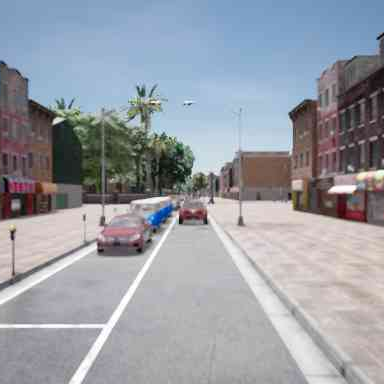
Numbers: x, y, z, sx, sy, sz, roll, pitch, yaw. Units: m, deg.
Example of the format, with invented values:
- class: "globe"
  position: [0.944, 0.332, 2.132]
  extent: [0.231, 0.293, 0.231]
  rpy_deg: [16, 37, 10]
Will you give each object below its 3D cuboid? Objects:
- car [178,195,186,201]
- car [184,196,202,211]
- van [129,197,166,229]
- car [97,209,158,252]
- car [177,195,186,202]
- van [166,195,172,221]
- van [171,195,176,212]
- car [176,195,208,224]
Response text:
- class: "car"
  position: [-2.652, 1.637, 90.348]
  extent: [1.967, 1.590, 4.097]
  rpy_deg: [0, 0, 0]
- class: "car"
  position: [0.078, 1.378, 41.011]
  extent: [2.097, 1.767, 4.553]
  rpy_deg: [0, 0, 0]
- class: "van"
  position: [-2.641, 1.348, 19.191]
  extent: [1.690, 1.788, 3.998]
  rpy_deg: [0, 0, 0]
- class: "car"
  position: [-2.640, 1.585, 13.726]
  extent: [1.802, 1.307, 4.206]
  rpy_deg: [0, 0, 0]
- class: "car"
  position: [-2.652, 1.607, 84.660]
  extent: [1.967, 1.590, 4.097]
  rpy_deg: [0, 0, 0]
- class: "van"
  position: [-2.642, 1.353, 24.655]
  extent: [1.690, 1.788, 3.998]
  rpy_deg: [0, 0, 0]
- class: "van"
  position: [-2.642, 1.357, 30.119]
  extent: [1.690, 1.788, 3.998]
  rpy_deg: [0, 0, 0]
- class: "car"
  position: [0.093, 1.364, 25.087]
  extent: [2.097, 1.767, 4.553]
  rpy_deg: [0, 0, 0]
